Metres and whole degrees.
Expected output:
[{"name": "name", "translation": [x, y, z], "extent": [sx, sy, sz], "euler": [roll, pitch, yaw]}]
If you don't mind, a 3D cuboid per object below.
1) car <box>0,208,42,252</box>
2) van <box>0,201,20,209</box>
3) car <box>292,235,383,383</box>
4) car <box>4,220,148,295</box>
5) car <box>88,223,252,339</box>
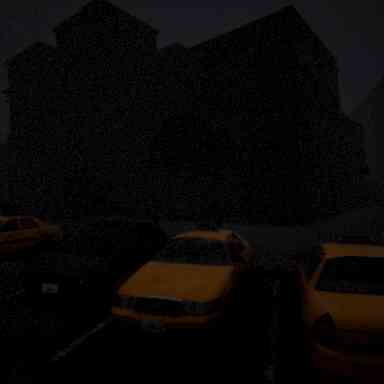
[{"name": "car", "translation": [-7.083, 1.573, 12.304], "extent": [1.946, 1.575, 5.366], "euler": [0, -1, 16]}, {"name": "van", "translation": [-9.493, 1.384, 14.123], "extent": [1.878, 1.987, 4.442], "euler": [0, -1, 16]}, {"name": "car", "translation": [2.739, 1.501, 5.688], "extent": [1.946, 1.575, 5.366], "euler": [0, -1, 16]}, {"name": "car", "translation": [-2.181, 1.557, 8.962], "extent": [2.163, 1.488, 4.792], "euler": [0, -1, 16]}, {"name": "car", "translation": [0.207, 1.504, 7.072], "extent": [1.946, 1.575, 5.366], "euler": [0, -1, 16]}]
